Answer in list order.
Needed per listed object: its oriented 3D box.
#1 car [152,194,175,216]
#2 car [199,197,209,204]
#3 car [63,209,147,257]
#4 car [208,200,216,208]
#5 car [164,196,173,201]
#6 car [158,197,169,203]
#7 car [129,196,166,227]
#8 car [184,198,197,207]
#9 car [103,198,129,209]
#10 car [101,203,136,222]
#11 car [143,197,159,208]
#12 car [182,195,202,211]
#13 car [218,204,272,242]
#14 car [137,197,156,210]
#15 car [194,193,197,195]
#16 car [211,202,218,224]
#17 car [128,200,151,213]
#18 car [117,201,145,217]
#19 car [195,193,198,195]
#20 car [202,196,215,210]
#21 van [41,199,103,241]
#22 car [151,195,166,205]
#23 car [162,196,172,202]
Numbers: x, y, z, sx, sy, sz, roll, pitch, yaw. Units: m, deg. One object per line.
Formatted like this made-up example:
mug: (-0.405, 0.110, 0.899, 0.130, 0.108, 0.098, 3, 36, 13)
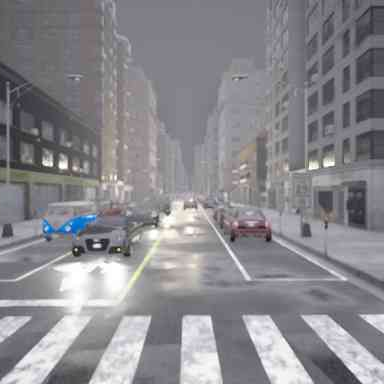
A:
car: (-3.215, 1.282, 33.419, 2.150, 2.045, 5.566, 0, 0, 0)
car: (2.396, 1.683, 66.249, 1.802, 1.307, 4.206, 0, 0, 0)
car: (-3.141, 1.594, 13.003, 1.994, 1.385, 4.181, 0, 0, 0)
car: (2.558, 1.625, 27.573, 1.802, 1.307, 4.206, 0, 0, 0)
car: (-6.222, 1.710, 88.290, 1.947, 1.339, 4.313, 0, 0, 0)
car: (-6.153, 1.688, 71.718, 1.947, 1.339, 4.313, 0, 0, 0)
car: (-3.180, 1.397, 23.038, 2.097, 1.767, 4.553, 0, 0, 0)
car: (-0.217, 1.650, 53.277, 1.994, 1.385, 4.181, 0, 0, 0)
car: (-5.946, 1.363, 22.006, 2.192, 1.841, 5.009, 0, 0, 0)
car: (-5.968, 1.622, 27.530, 1.947, 1.339, 4.313, 0, 0, 0)
car: (-6.060, 1.529, 49.624, 1.967, 1.590, 4.097, 0, 0, 0)
car: (-0.173, 1.561, 42.858, 2.128, 1.511, 4.902, 0, 0, 0)
car: (2.604, 1.467, 16.524, 1.967, 1.590, 4.097, 0, 0, 0)
car: (-6.037, 1.521, 44.101, 1.967, 1.590, 4.097, 0, 0, 0)
car: (2.281, 1.579, 93.874, 1.967, 1.590, 4.097, 0, 0, 0)
car: (2.581, 1.601, 22.049, 1.947, 1.339, 4.313, 0, 0, 0)
car: (-6.014, 1.623, 38.577, 2.008, 1.369, 4.403, 0, 0, 0)
car: (-5.991, 1.615, 33.054, 2.008, 1.369, 4.403, 0, 0, 0)
car: (2.327, 1.675, 82.824, 2.008, 1.369, 4.403, 0, 0, 0)
car: (2.488, 1.634, 44.149, 1.947, 1.339, 4.313, 0, 0, 0)
van: (-5.922, 1.380, 16.483, 1.690, 1.788, 3.998, 0, 0, 0)
car: (-6.107, 1.421, 60.672, 2.192, 1.841, 5.009, 0, 0, 0)
car: (-6.199, 1.688, 82.765, 2.008, 1.369, 4.403, 0, 0, 0)
